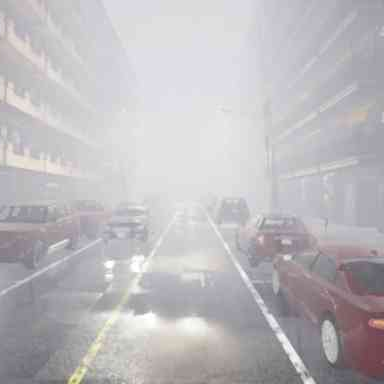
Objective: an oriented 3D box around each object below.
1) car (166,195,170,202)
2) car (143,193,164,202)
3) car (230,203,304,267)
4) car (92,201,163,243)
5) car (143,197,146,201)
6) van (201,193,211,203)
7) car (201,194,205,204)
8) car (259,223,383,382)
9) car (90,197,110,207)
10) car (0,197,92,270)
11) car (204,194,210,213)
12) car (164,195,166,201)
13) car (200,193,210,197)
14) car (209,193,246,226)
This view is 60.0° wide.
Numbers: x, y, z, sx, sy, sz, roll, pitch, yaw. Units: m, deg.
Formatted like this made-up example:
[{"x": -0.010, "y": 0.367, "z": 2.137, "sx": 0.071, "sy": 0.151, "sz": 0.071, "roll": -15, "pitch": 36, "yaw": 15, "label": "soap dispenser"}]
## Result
[{"x": -5.371, "y": 1.265, "z": 66.371, "sx": 1.802, "sy": 1.307, "sz": 4.206, "roll": 1, "pitch": 0, "yaw": 0, "label": "car"}, {"x": -5.341, "y": 1.074, "z": 44.245, "sx": 2.192, "sy": 1.841, "sz": 5.009, "roll": 1, "pitch": 0, "yaw": 0, "label": "car"}, {"x": 2.581, "y": 1.371, "z": 11.012, "sx": 1.967, "sy": 1.590, "sz": 4.097, "roll": 1, "pitch": 0, "yaw": 0, "label": "car"}, {"x": -2.768, "y": 1.395, "z": 15.427, "sx": 2.128, "sy": 1.511, "sz": 4.902, "roll": 0, "pitch": 0, "yaw": 0, "label": "car"}, {"x": -5.328, "y": 1.402, "z": 27.657, "sx": 1.947, "sy": 1.339, "sz": 4.313, "roll": 1, "pitch": 0, "yaw": 0, "label": "car"}, {"x": 2.486, "y": 1.041, "z": 60.793, "sx": 1.690, "sy": 1.788, "sz": 3.998, "roll": 1, "pitch": 0, "yaw": 0, "label": "van"}, {"x": 2.500, "y": 1.341, "z": 44.200, "sx": 1.802, "sy": 1.307, "sz": 4.206, "roll": 1, "pitch": 0, "yaw": 0, "label": "car"}, {"x": 2.577, "y": 1.509, "z": 5.481, "sx": 1.887, "sy": 1.381, "sz": 4.507, "roll": 1, "pitch": 0, "yaw": 0, "label": "car"}, {"x": -5.310, "y": 1.213, "z": 16.593, "sx": 2.192, "sy": 1.841, "sz": 5.009, "roll": 1, "pitch": 0, "yaw": 0, "label": "car"}, {"x": -5.304, "y": 1.245, "z": 11.063, "sx": 2.192, "sy": 1.841, "sz": 5.009, "roll": 1, "pitch": 0, "yaw": 0, "label": "car"}, {"x": 2.515, "y": 1.249, "z": 33.137, "sx": 1.967, "sy": 1.590, "sz": 4.097, "roll": 1, "pitch": 0, "yaw": 0, "label": "car"}, {"x": -5.352, "y": 1.282, "z": 49.778, "sx": 1.887, "sy": 1.381, "sz": 4.507, "roll": 1, "pitch": 0, "yaw": 0, "label": "car"}, {"x": 2.493, "y": 1.033, "z": 55.261, "sx": 2.192, "sy": 1.841, "sz": 5.009, "roll": 1, "pitch": 0, "yaw": 0, "label": "car"}, {"x": 2.530, "y": 1.181, "z": 22.073, "sx": 2.192, "sy": 1.841, "sz": 5.009, "roll": 1, "pitch": 0, "yaw": 0, "label": "car"}]
